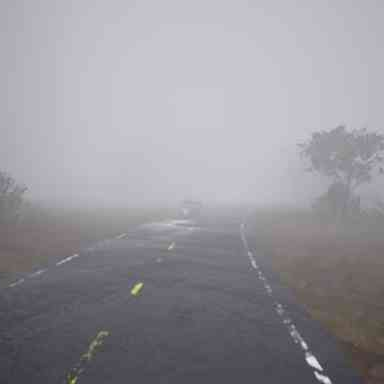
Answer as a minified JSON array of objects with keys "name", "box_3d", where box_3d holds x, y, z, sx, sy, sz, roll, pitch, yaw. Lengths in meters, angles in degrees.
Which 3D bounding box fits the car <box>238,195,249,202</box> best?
[{"name":"car","box_3d":[10.599,1.276,67.922,1.812,1.442,4.674,0,0,16]}]

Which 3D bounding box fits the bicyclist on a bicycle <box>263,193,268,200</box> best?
[{"name":"bicyclist on a bicycle","box_3d":[16.043,1.174,73.127,0.866,1.612,1.509,0,0,16]}]

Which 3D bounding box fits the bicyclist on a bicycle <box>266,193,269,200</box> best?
[{"name":"bicyclist on a bicycle","box_3d":[18.499,1.164,81.788,0.582,1.620,1.656,0,0,16]}]

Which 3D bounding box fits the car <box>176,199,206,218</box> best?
[{"name":"car","box_3d":[-0.020,1.373,28.764,2.128,1.511,4.902,0,0,12]}]
